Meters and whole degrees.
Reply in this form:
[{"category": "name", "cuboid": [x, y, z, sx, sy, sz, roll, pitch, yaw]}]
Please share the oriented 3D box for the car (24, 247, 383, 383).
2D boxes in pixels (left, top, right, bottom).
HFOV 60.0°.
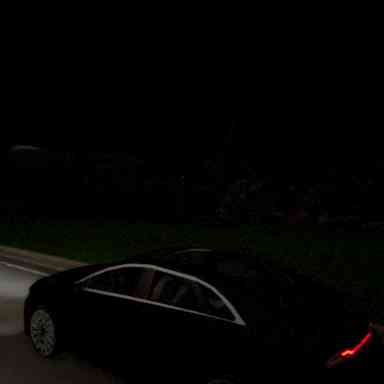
[{"category": "car", "cuboid": [-0.295, 1.500, 4.357, 4.902, 1.511, 2.128, 0, 0, 36]}]
